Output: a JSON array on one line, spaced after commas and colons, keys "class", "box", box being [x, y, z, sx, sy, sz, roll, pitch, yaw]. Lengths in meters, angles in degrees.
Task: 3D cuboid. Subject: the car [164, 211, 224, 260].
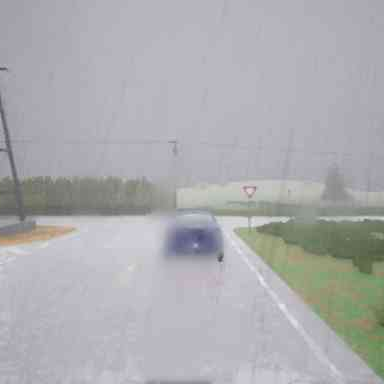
[{"class": "car", "box": [0.073, 1.417, 12.165, 1.882, 1.535, 5.008, 0, 0, 0]}]
